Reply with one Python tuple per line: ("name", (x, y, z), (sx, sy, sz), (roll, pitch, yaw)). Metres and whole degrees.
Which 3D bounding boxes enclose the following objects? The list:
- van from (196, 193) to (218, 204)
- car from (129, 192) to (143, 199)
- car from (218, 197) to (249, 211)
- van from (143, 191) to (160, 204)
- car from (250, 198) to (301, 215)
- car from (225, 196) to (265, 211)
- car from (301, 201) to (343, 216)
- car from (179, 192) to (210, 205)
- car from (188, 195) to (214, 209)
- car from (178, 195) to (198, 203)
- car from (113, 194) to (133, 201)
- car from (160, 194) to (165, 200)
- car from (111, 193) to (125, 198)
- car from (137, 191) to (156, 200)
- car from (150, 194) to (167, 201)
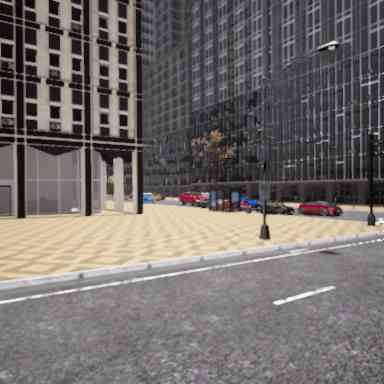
("van", (2.450, 1.019, 56.914), (1.690, 1.788, 3.998), (0, 1, -34))
("car", (-13.569, 0.853, 80.388), (1.967, 1.590, 4.097), (0, 1, -34))
("car", (5.044, 1.511, 38.048), (1.802, 1.307, 4.206), (0, 1, -34))
("van", (-7.676, 1.063, 56.886), (1.690, 1.788, 3.998), (0, 1, -34))
("car", (8.234, 1.546, 33.342), (1.947, 1.339, 4.313), (0, 1, -34))
("car", (6.423, 1.362, 40.809), (1.882, 1.535, 5.008), (-1, 1, -34))
("car", (12.321, 1.543, 32.162), (1.994, 1.385, 4.181), (-1, 1, -34))
("car", (0.428, 1.010, 49.607), (2.150, 2.045, 5.566), (-1, 1, -34))
("car", (1.889, 1.443, 42.775), (1.947, 1.339, 4.313), (0, 1, -34))
("car", (-0.754, 1.208, 61.611), (1.802, 1.307, 4.206), (0, 1, -34))
("car", (-14.084, 1.166, 66.277), (2.008, 1.369, 4.403), (0, 1, -34))
("car", (-8.164, 1.046, 67.859), (1.882, 1.535, 5.008), (-1, 1, -34))
("car", (-19.976, 0.856, 89.778), (2.008, 1.369, 4.403), (0, 1, -34))
("car", (-10.364, 0.781, 75.693), (2.192, 1.841, 5.009), (0, 1, -34))
("car", (-7.161, 1.102, 71.001), (1.802, 1.307, 4.206), (0, 1, -34))
